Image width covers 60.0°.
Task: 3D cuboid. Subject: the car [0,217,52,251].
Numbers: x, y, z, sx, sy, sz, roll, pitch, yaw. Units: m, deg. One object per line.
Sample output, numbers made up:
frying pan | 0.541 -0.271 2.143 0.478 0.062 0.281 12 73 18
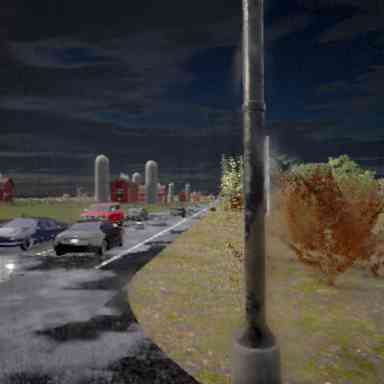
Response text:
car | -8.031 1.961 16.577 2.033 1.411 5.357 0 -2 5

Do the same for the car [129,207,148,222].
car | -6.216 2.472 37.134 1.837 1.490 4.892 0 -2 5

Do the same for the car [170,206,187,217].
car | -1.815 2.676 45.701 2.128 1.511 4.902 0 -2 5

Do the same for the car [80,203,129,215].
car | -7.132 1.909 26.771 2.150 2.045 5.566 0 -2 5

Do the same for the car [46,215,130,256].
car | -4.383 1.915 14.823 1.994 1.385 4.181 0 -2 4
